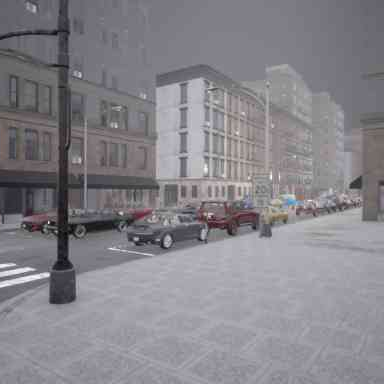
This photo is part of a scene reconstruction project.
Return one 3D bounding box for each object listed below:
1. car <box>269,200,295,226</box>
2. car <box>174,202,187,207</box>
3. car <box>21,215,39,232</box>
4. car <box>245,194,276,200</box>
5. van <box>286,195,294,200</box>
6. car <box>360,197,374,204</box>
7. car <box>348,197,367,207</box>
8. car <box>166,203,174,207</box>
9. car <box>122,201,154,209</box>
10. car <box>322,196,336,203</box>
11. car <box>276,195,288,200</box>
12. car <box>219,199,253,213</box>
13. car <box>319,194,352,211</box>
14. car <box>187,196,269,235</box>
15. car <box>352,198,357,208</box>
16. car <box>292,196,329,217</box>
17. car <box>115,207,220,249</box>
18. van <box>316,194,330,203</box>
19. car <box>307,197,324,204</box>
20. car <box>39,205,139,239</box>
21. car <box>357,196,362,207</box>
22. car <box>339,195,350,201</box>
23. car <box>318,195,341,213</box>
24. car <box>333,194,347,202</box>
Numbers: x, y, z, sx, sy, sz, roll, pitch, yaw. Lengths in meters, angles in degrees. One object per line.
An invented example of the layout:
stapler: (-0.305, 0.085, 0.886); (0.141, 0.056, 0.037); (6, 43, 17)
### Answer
car: (5.426, 1.553, 23.571); (1.752, 1.417, 4.829); (0, 0, 35)
car: (1.198, 1.519, 21.967); (1.837, 1.490, 4.892); (0, 0, 35)
car: (-7.459, 1.529, 19.197); (1.887, 1.381, 4.507); (0, 0, 35)
car: (6.421, 1.226, 34.502); (2.150, 2.045, 5.566); (0, 0, 35)
van: (14.320, 1.340, 50.172); (1.690, 1.788, 3.998); (0, 0, 35)
car: (33.329, 1.614, 63.258); (1.947, 1.339, 4.313); (0, 0, 35)
car: (27.107, 1.594, 54.407); (2.008, 1.369, 4.403); (0, 0, 35)
car: (0.447, 1.505, 26.033); (1.837, 1.490, 4.892); (0, 0, 35)
car: (-4.348, 1.426, 23.621); (1.967, 1.590, 4.097); (0, 0, 35)
car: (29.876, 1.554, 72.299); (1.887, 1.381, 4.507); (0, 0, 35)
car: (11.110, 1.521, 45.608); (1.752, 1.417, 4.829); (0, 0, 35)
car: (4.986, 1.537, 36.897); (1.887, 1.381, 4.507); (0, 0, 35)
car: (17.774, 1.351, 41.131); (2.192, 1.841, 5.009); (0, 0, 35)
car: (2.218, 1.341, 19.006); (2.192, 1.841, 5.009); (0, 0, 35)
car: (20.884, 1.620, 45.557); (1.802, 1.307, 4.206); (0, 0, 35)
car: (11.551, 1.472, 32.281); (1.967, 1.590, 4.097); (0, 0, 35)
car: (-0.894, 1.575, 14.581); (2.008, 1.369, 4.403); (0, 0, 35)
van: (26.765, 1.349, 67.873); (1.690, 1.788, 3.998); (0, 0, 35)
car: (23.653, 1.572, 63.448); (1.947, 1.339, 4.313); (0, 0, 35)
car: (-5.314, 1.598, 17.835); (1.895, 1.301, 4.718); (0, 0, 32)
car: (23.995, 1.606, 49.982); (1.947, 1.339, 4.313); (0, 0, 35)
car: (39.210, 1.557, 85.574); (1.887, 1.381, 4.507); (0, 0, 35)
car: (14.662, 1.474, 36.706); (1.967, 1.590, 4.097); (0, 0, 35)
car: (36.100, 1.327, 81.149); (2.192, 1.841, 5.009); (0, 0, 35)
